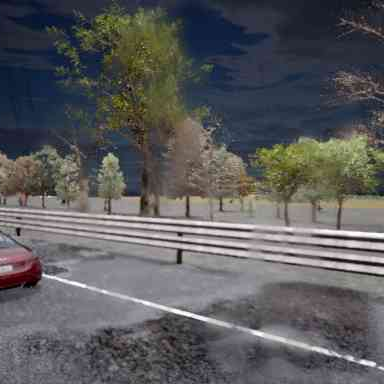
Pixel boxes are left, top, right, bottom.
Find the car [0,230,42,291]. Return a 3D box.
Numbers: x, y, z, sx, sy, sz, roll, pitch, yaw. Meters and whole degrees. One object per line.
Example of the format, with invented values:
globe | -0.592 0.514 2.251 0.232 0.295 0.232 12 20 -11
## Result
car | -5.463 1.542 7.987 4.181 1.385 1.994 0 0 36
